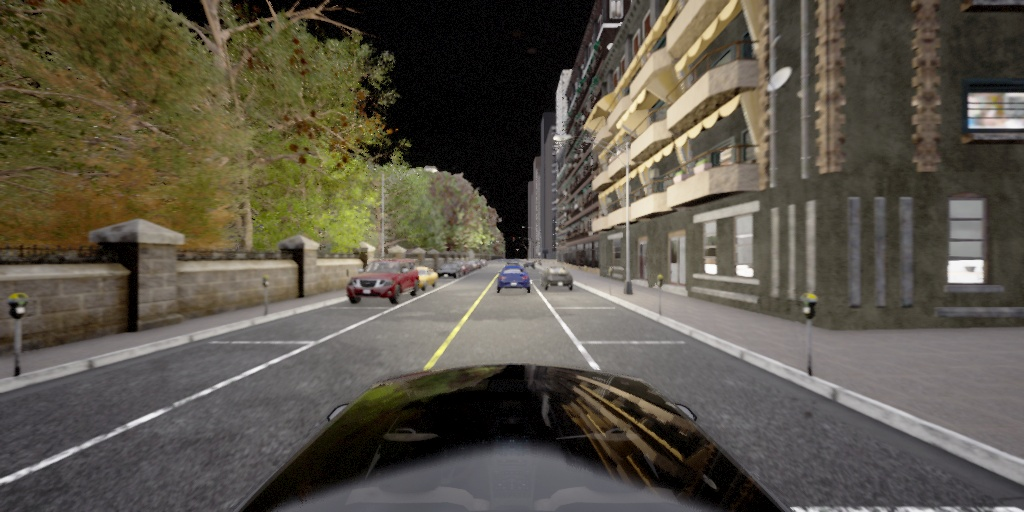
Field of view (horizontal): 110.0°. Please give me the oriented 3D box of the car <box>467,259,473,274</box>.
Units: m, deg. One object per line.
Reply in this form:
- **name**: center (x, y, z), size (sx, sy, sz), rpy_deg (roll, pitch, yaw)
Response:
- **car**: center (-5.705, 1.210, 38.729), size (1.967, 1.591, 4.097), rpy_deg (0, 0, 0)

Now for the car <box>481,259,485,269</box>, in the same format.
- **car**: center (-5.711, 1.225, 55.345), size (1.967, 1.591, 4.097), rpy_deg (0, 0, 0)

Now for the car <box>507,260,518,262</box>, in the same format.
- **car**: center (0.086, 1.266, 44.570), size (2.128, 1.511, 4.902), rpy_deg (0, 0, 0)

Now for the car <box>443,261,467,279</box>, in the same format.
- **car**: center (-5.703, 1.331, 33.191), size (1.948, 1.339, 4.313), rpy_deg (0, 0, 0)

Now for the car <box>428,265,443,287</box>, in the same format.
- **car**: center (-5.699, 1.284, 21.943), size (1.751, 1.417, 4.829), rpy_deg (0, 0, 0)

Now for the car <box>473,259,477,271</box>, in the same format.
- **car**: center (-5.706, 1.356, 44.268), size (1.802, 1.307, 4.207), rpy_deg (0, 0, 0)

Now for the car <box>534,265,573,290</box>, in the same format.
- **car**: center (2.681, 1.309, 22.118), size (2.007, 1.370, 4.403), rpy_deg (0, 0, 0)

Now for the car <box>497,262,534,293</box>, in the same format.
- **car**: center (0.093, 1.284, 20.876), size (1.812, 1.442, 4.674), rpy_deg (0, 0, 0)

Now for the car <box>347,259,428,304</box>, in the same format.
- **car**: center (-5.697, 1.071, 16.575), size (2.192, 1.841, 5.009), rpy_deg (0, 0, 0)

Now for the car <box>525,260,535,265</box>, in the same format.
- **car**: center (2.670, 1.335, 55.350), size (2.007, 1.370, 4.403), rpy_deg (0, 0, 0)

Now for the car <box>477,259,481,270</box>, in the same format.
- **car**: center (-5.708, 1.305, 49.636), size (1.751, 1.417, 4.829), rpy_deg (0, 0, 0)
